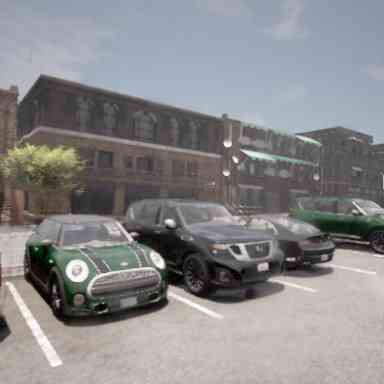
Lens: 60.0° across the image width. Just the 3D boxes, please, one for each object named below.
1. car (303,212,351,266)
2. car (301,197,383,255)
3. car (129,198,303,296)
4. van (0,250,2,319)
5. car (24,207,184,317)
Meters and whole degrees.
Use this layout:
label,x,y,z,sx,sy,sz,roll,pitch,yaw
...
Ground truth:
label,x,y,z,sx,sy,sz,roll,pitch,yaw
car,2.172,1.495,10.930,2.231,1.521,4.892,0,0,-35
car,6.752,1.269,14.163,2.435,2.045,5.566,0,0,-35
car,-0.099,1.237,9.284,2.435,2.045,5.566,0,0,-35
van,-4.746,1.254,6.147,1.878,1.987,4.442,0,0,-36
car,-2.414,1.356,7.707,2.185,1.767,4.553,0,0,-36
